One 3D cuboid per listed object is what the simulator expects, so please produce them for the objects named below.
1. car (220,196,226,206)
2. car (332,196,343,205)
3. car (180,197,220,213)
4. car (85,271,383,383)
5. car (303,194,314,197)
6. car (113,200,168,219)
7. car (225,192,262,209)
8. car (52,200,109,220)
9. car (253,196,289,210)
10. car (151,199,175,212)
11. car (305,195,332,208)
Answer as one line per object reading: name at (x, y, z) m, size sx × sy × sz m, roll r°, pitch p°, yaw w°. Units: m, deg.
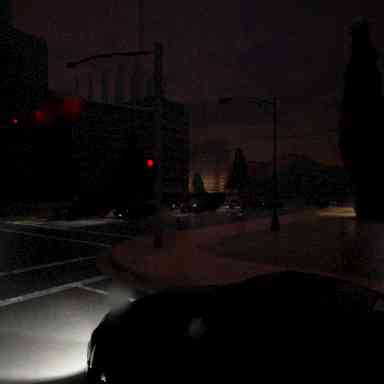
car at (1.854, 1.547, 43.926) m, size 2.033 × 1.411 × 5.357 m, roll 0°, pitch 0°, yaw 36°
car at (24.487, 1.492, 56.901) m, size 2.128 × 1.511 × 4.902 m, roll 0°, pitch 0°, yaw 36°
car at (0.717, 1.352, 36.409) m, size 2.097 × 1.767 × 4.553 m, roll 0°, pitch 0°, yaw 36°
car at (0.837, 1.564, 3.403) m, size 4.181 × 1.385 × 1.994 m, roll 0°, pitch 0°, yaw 35°
car at (21.366, 1.505, 58.559) m, size 1.837 × 1.490 × 4.892 m, roll 0°, pitch 0°, yaw 36°
car at (-4.600, 1.601, 29.079) m, size 1.895 × 1.301 × 4.718 m, roll 0°, pitch 0°, yaw 36°
car at (7.016, 1.221, 45.069) m, size 2.150 × 2.045 × 5.566 m, roll 0°, pitch 0°, yaw 36°
car at (-9.403, 1.478, 28.435) m, size 1.882 × 1.535 × 5.008 m, roll 0°, pitch 0°, yaw 36°
car at (10.401, 1.547, 43.450) m, size 2.033 × 1.411 × 5.357 m, roll 0°, pitch 0°, yaw 36°
car at (-3.884, 1.505, 36.023) m, size 1.837 × 1.490 × 4.892 m, roll 0°, pitch 0°, yaw 36°
car at (18.610, 1.564, 48.816) m, size 1.994 × 1.385 × 4.181 m, roll 0°, pitch 0°, yaw 37°
